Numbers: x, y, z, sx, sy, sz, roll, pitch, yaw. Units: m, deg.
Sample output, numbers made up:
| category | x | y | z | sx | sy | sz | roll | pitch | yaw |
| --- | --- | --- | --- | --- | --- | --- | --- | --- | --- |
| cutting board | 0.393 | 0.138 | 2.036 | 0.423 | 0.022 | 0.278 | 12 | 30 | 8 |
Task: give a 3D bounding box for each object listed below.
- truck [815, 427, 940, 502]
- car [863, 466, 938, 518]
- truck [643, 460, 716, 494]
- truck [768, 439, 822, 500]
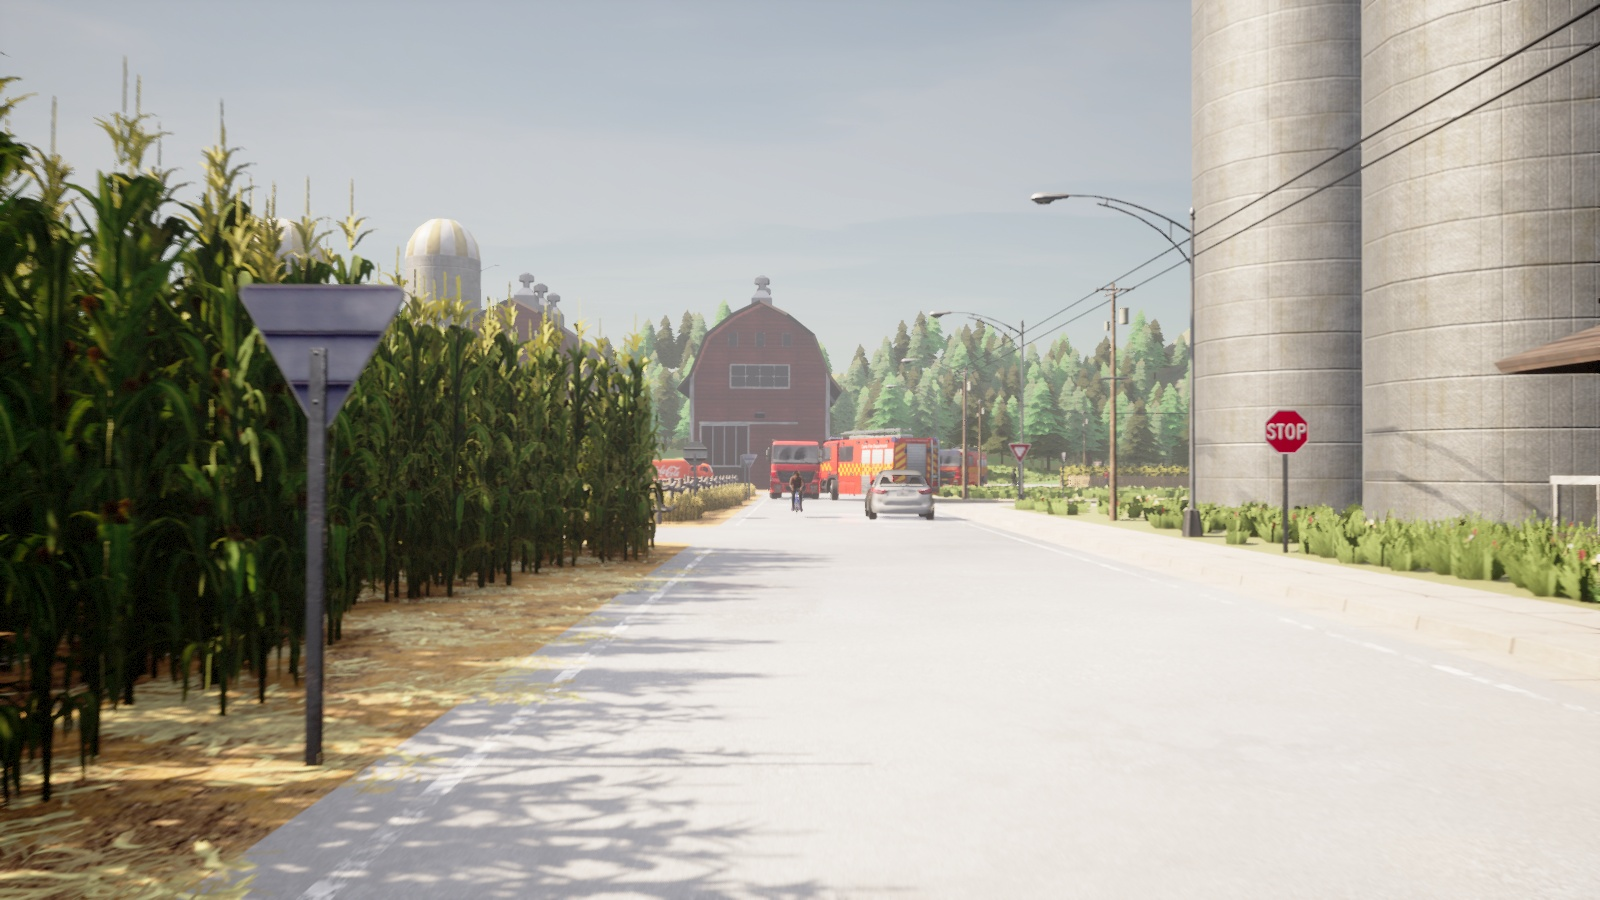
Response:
| category | x | y | z | sx | sy | sz | roll | pitch | yaw |
| --- | --- | --- | --- | --- | --- | --- | --- | --- | --- |
| truck | 4.050 | 0.835 | 68.288 | 2.891 | 3.827 | 8.468 | 0 | -1 | -27 |
| car | 3.383 | 1.406 | 43.111 | 2.242 | 1.667 | 4.611 | 0 | -1 | 1 |
| truck | -9.076 | 2.024 | 94.920 | 5.204 | 2.467 | 2.627 | 0 | -1 | 2 |
| truck | -0.373 | 1.144 | 75.023 | 2.891 | 3.462 | 7.936 | 0 | -1 | -2 |
